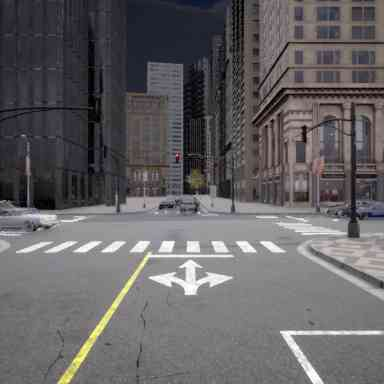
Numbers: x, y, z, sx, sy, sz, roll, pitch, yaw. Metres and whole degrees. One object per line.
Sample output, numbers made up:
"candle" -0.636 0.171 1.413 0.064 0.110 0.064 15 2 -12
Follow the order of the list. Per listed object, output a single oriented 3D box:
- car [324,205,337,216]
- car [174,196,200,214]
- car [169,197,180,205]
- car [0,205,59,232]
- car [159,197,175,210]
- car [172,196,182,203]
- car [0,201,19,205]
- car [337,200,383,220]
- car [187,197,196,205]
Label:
"car" 14.518 1.488 30.056 4.902 1.511 2.128 0 0 -2
"car" -0.231 1.532 36.721 2.128 1.511 4.902 0 0 6
"car" -3.260 1.608 61.690 1.837 1.490 4.892 0 0 0
"car" -10.352 1.594 19.441 4.718 1.301 1.895 0 0 8
"car" -3.204 1.655 42.883 1.895 1.301 4.718 0 0 0
"car" -3.244 1.611 71.839 1.882 1.535 5.008 0 0 0
"car" -13.130 1.387 23.515 4.553 1.767 2.097 0 0 -5
"car" 14.998 1.517 26.760 5.357 1.411 2.033 0 0 0
"car" -0.110 1.637 64.267 1.812 1.442 4.674 0 0 0
